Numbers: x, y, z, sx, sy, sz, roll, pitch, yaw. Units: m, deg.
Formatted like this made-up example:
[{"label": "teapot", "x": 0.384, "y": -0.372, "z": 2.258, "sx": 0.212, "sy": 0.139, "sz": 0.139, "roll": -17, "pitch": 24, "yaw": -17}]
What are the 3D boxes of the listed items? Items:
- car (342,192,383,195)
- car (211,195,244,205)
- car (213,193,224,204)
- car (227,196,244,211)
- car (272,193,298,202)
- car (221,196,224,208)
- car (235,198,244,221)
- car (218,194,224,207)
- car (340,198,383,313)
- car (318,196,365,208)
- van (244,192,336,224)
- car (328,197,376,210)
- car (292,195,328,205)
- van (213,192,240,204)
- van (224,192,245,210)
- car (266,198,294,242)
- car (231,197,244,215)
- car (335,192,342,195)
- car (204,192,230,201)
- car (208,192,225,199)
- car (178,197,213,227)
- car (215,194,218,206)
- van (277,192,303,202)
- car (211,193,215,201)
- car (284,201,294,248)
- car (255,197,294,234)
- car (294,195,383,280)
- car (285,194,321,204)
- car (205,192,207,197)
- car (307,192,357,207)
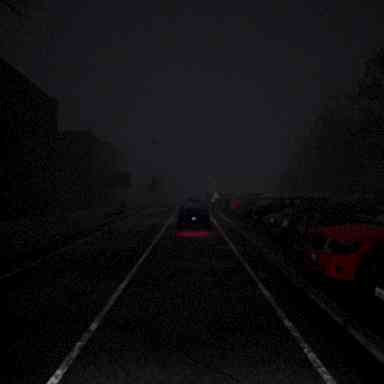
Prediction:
[{"label": "car", "x": 18.675, "y": 1.036, "z": 33.503, "sx": 5.566, "sy": 2.045, "sz": 2.435, "roll": 0, "pitch": 0, "yaw": 0}, {"label": "car", "x": 5.587, "y": 1.210, "z": 52.738, "sx": 5.008, "sy": 1.535, "sz": 2.097, "roll": 0, "pitch": 0, "yaw": 0}, {"label": "car", "x": 5.577, "y": 1.263, "z": 44.329, "sx": 4.792, "sy": 1.488, "sz": 2.163, "roll": 0, "pitch": 0, "yaw": 0}, {"label": "car", "x": 5.604, "y": 1.350, "z": 27.512, "sx": 4.792, "sy": 1.488, "sz": 2.163, "roll": 0, "pitch": 0, "yaw": 0}, {"label": "car", "x": 18.626, "y": 1.052, "z": 66.798, "sx": 4.553, "sy": 1.767, "sz": 2.185, "roll": 0, "pitch": 0, "yaw": 0}, {"label": "car", "x": 5.653, "y": 1.318, "z": 33.118, "sx": 4.792, "sy": 1.488, "sz": 2.163, "roll": 0, "pitch": 0, "yaw": 0}, {"label": "car", "x": 5.637, "y": 1.353, "z": 21.905, "sx": 5.008, "sy": 1.535, "sz": 2.097, "roll": 0, "pitch": 0, "yaw": 0}, {"label": "car", "x": 5.805, "y": 1.269, "z": 35.922, "sx": 5.366, "sy": 1.575, "sz": 1.946, "roll": 0, "pitch": 0, "yaw": 0}, {"label": "car", "x": 5.641, "y": 1.200, "z": 5.084, "sx": 5.566, "sy": 2.045, "sz": 2.435, "roll": 0, "pitch": 0, "yaw": 0}, {"label": "car", "x": 18.684, "y": 1.246, "z": 41.735, "sx": 5.008, "sy": 1.535, "sz": 2.097, "roll": 0, "pitch": 0, "yaw": 0}, {"label": "van", "x": 5.530, "y": 1.144, "z": 19.100, "sx": 4.442, "sy": 1.987, "sz": 1.878, "roll": 0, "pitch": 0, "yaw": 0}, {"label": "car", "x": 18.691, "y": 1.297, "z": 39.074, "sx": 4.674, "sy": 1.452, "sz": 2.002, "roll": 0, "pitch": 0, "yaw": 0}, {"label": "car", "x": 18.666, "y": 1.211, "z": 52.874, "sx": 5.008, "sy": 1.535, "sz": 2.097, "roll": 0, "pitch": 0, "yaw": 0}, {"label": "van", "x": 5.704, "y": 0.977, "z": 55.541, "sx": 4.442, "sy": 1.987, "sz": 1.878, "roll": 0, "pitch": 0, "yaw": 0}, {"label": "van", "x": 5.512, "y": 1.079, "z": 30.313, "sx": 4.442, "sy": 1.987, "sz": 1.878, "roll": 0, "pitch": 0, "yaw": 0}, {"label": "car", "x": 5.624, "y": 1.277, "z": 13.495, "sx": 4.553, "sy": 1.767, "sz": 2.185, "roll": 0, "pitch": 0, "yaw": 0}, {"label": "car", "x": 5.608, "y": 1.367, "z": 24.708, "sx": 4.792, "sy": 1.488, "sz": 2.163, "roll": 0, "pitch": 0, "yaw": 0}, {"label": "car", "x": 18.670, "y": 1.021, "z": 36.165, "sx": 5.566, "sy": 2.045, "sz": 2.435, "roll": 0, "pitch": 0, "yaw": 0}, {"label": "car", "x": 5.605, "y": 0.929, "z": 75.163, "sx": 5.566, "sy": 2.045, "sz": 2.435, "roll": 0, "pitch": 0, "yaw": 0}, {"label": "car", "x": 5.625, "y": 0.966, "z": 49.933, "sx": 5.566, "sy": 2.045, "sz": 2.435, "roll": 0, "pitch": 0, "yaw": 0}, {"label": "car", "x": 0.094, "y": 1.359, "z": 21.525, "sx": 1.882, "sy": 1.535, "sz": 5.008, "roll": 0, "pitch": 0, "yaw": 0}, {"label": "car", "x": 5.610, "y": 1.257, "z": 38.721, "sx": 5.008, "sy": 1.535, "sz": 2.097, "roll": 0, "pitch": 0, "yaw": 0}, {"label": "van", "x": 18.775, "y": 0.956, "z": 64.017, "sx": 4.442, "sy": 1.987, "sz": 1.878, "roll": 0, "pitch": 0, "yaw": 0}, {"label": "car", "x": 5.597, "y": 1.225, "z": 47.127, "sx": 4.892, "sy": 1.521, "sz": 2.231, "roll": 0, "pitch": 0, "yaw": 0}, {"label": "car", "x": 5.629, "y": 1.293, "z": 10.691, "sx": 4.553, "sy": 1.767, "sz": 2.185, "roll": 0, "pitch": 0, "yaw": 0}, {"label": "car", "x": 5.682, "y": 1.260, "z": 16.298, "sx": 4.553, "sy": 1.767, "sz": 2.185, "roll": 0, "pitch": 0, "yaw": 0}, {"label": "car", "x": 5.636, "y": 1.183, "z": 7.887, "sx": 5.566, "sy": 2.045, "sz": 2.435, "roll": 0, "pitch": 0, "yaw": 0}, {"label": "car", "x": 18.482, "y": 1.200, "z": 55.660, "sx": 5.366, "sy": 1.575, "sz": 1.946, "roll": 0, "pitch": 0, "yaw": 0}, {"label": "car", "x": 5.606, "y": 0.926, "z": 66.752, "sx": 5.566, "sy": 2.045, "sz": 2.435, "roll": 0, "pitch": 0, "yaw": 0}, {"label": "car", "x": 18.657, "y": 0.983, "z": 44.520, "sx": 5.566, "sy": 2.045, "sz": 2.435, "roll": 0, "pitch": 0, "yaw": 0}]
